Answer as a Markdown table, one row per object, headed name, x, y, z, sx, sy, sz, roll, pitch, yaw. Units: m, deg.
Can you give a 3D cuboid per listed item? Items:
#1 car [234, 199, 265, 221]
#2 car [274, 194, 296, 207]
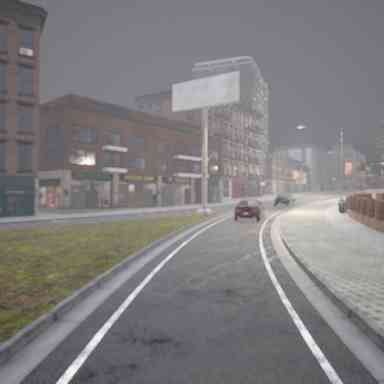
| name | x | y | z | sx | sy | sz | roll | pitch | yaw |
| --- | --- | --- | --- | --- | --- | --- | --- | --- | --- |
| car | 4.523 | 1.307 | 25.811 | 1.882 | 1.535 | 5.008 | 0 | 1 | 17 |
| car | 11.789 | 1.009 | 42.069 | 1.837 | 1.490 | 4.892 | 0 | 1 | 29 |
